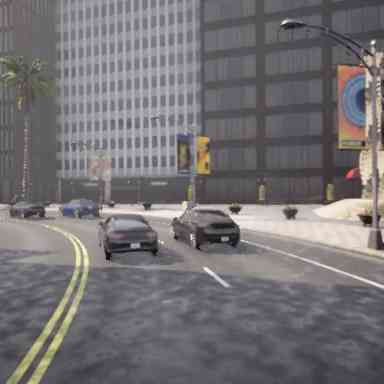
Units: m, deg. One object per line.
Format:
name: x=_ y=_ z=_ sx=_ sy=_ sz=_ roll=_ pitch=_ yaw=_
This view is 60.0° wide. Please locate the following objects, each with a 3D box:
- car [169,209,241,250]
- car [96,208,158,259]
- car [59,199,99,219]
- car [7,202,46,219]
car: x=0.404 y=1.512 z=14.671 sx=1.837 sy=1.490 sz=4.892 roll=0 pitch=0 yaw=-20
car: x=-2.547 y=1.557 z=12.792 sx=1.812 sy=1.442 sz=4.674 roll=0 pitch=0 yaw=-19
car: x=-10.579 y=1.467 z=31.086 sx=4.553 sy=1.767 sz=2.097 roll=-1 pitch=0 yaw=45
car: x=-15.331 y=1.661 z=30.688 sx=4.892 sy=1.490 sz=1.837 roll=-1 pitch=-1 yaw=40
